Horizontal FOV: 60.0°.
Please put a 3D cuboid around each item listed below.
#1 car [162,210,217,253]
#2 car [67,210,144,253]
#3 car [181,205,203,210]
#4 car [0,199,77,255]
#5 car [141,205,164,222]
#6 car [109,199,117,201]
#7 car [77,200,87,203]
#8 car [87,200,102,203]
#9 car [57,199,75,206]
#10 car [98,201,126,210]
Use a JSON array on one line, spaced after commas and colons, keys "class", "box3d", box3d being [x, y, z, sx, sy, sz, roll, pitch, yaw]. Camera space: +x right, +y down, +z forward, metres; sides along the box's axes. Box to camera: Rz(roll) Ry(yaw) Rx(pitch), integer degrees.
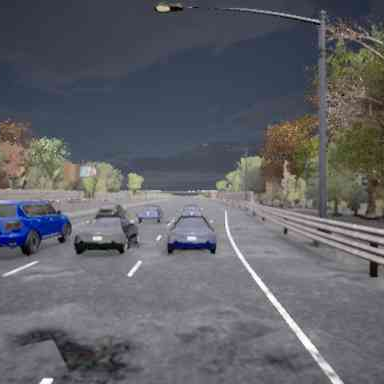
[{"class": "car", "box3d": [-0.001, 1.704, 14.300, 1.994, 1.385, 4.181, 0, -1, 0]}, {"class": "car", "box3d": [-3.499, 1.704, 14.298, 1.994, 1.385, 4.181, 0, -1, 0]}, {"class": "car", "box3d": [-0.009, 1.837, 28.998, 2.033, 1.411, 5.357, 0, -1, 0]}, {"class": "car", "box3d": [-7.004, 1.354, 14.032, 2.150, 2.045, 5.566, 0, 0, 0]}, {"class": "car", "box3d": [-3.509, 1.837, 28.996, 2.033, 1.411, 5.357, 0, -1, 0]}, {"class": "car", "box3d": [-17.526, 2.311, 73.919, 1.812, 1.442, 4.674, 0, -1, 0]}, {"class": "car", "box3d": [-24.527, 2.381, 73.885, 1.895, 1.301, 4.718, 0, -1, 0]}, {"class": "car", "box3d": [-21.027, 2.381, 73.887, 1.895, 1.301, 4.718, 0, -1, 0]}, {"class": "car", "box3d": [-28.026, 2.312, 73.915, 2.128, 1.511, 4.902, 0, -1, 0]}, {"class": "car", "box3d": [-7.006, 1.801, 29.313, 1.837, 1.490, 4.892, 0, 0, 0]}]
